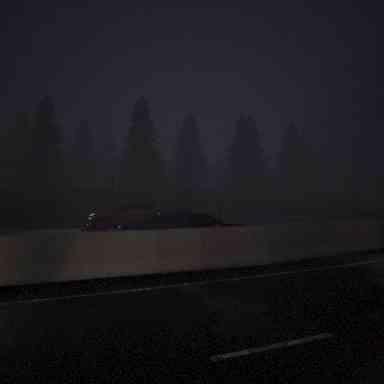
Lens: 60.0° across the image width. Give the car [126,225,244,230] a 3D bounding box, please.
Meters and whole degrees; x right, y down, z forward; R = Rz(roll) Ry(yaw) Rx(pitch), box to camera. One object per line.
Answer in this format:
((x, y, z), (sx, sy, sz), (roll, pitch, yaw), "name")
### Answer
((-0.269, 1.600, 13.936), (4.718, 1.301, 1.895), (0, 0, -24), "car")
